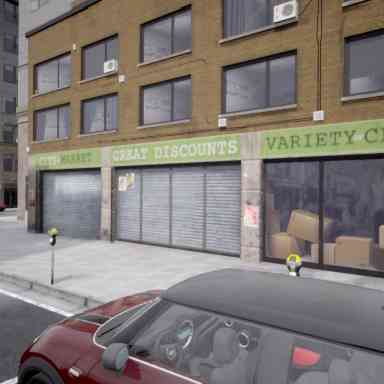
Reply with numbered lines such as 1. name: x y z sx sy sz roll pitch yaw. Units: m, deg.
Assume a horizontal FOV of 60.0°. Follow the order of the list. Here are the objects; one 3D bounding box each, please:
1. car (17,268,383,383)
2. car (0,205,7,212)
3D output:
1. car: 0.261 1.440 2.879 4.097 1.590 1.967 0 1 35
2. car: -19.405 1.458 29.761 1.895 1.301 4.718 1 1 34
